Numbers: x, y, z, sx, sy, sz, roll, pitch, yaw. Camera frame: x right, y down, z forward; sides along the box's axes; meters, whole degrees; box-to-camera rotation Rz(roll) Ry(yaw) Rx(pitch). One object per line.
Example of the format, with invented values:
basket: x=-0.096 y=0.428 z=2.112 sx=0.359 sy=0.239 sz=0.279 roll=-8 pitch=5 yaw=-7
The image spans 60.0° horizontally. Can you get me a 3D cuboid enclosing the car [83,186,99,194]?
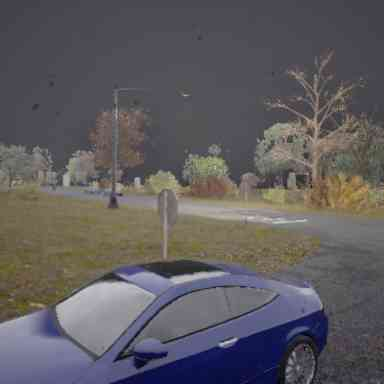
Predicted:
car: x=-17.938 y=-0.385 z=59.651 sx=2.033 sy=1.411 sz=5.357 roll=1 pitch=1 yaw=-36

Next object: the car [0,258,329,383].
car: x=-0.391 y=1.543 z=3.587 sx=4.674 sy=1.442 sz=1.812 roll=0 pitch=0 yaw=-35

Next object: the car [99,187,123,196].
car: x=-12.349 y=-0.060 z=51.856 sx=1.994 sy=1.385 sz=4.181 roll=1 pitch=2 yaw=-36
